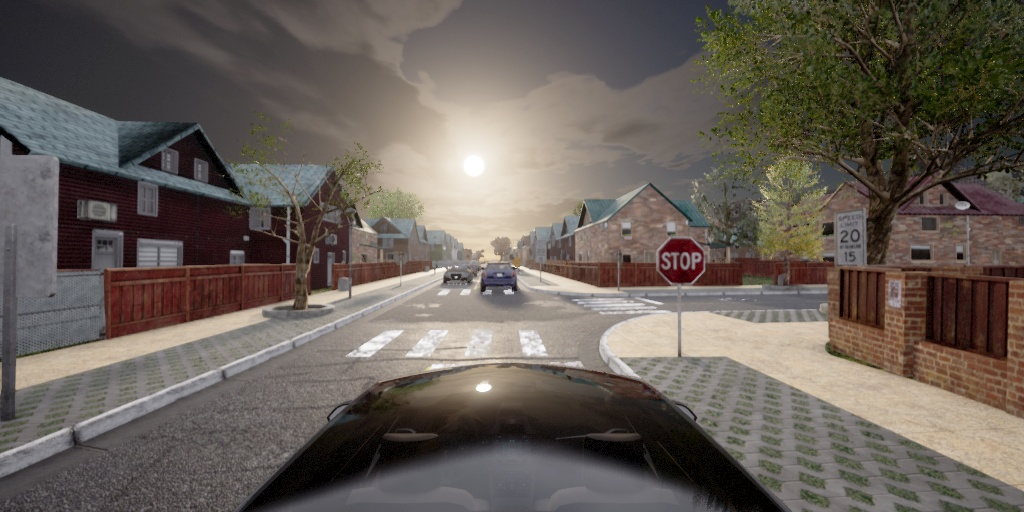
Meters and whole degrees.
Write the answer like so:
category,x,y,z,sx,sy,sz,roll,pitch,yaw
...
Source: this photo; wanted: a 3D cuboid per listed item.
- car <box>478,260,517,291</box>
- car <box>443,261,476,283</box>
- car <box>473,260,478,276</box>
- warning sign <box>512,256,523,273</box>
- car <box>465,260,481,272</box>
category,x,y,z,sx,sy,sz,roll,pitch,yaw
car,-0.837,1.119,22.336,2.097,1.767,4.553,0,0,-3
car,-4.084,1.344,27.650,1.994,1.385,4.181,0,0,-3
car,-4.668,1.384,37.407,1.994,1.385,4.181,0,0,-4
warning sign,0.594,0.948,39.482,1.300,1.860,1.060,0,0,-3
car,-5.383,1.396,50.029,1.837,1.490,4.892,0,1,-3
